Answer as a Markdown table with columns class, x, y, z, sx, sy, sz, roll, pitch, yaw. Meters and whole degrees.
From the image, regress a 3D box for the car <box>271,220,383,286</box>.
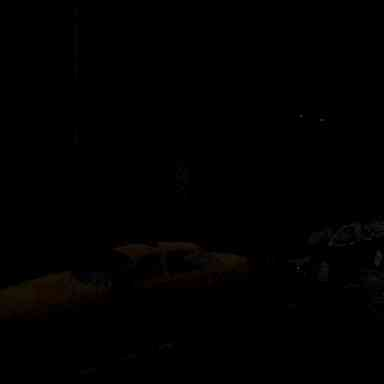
| class | x | y | z | sx | sy | sz | roll | pitch | yaw |
| --- | --- | --- | --- | --- | --- | --- | --- | --- | --- |
| car | 3.662 | 1.491 | 9.145 | 4.403 | 1.369 | 2.008 | -1 | 0 | -35 |

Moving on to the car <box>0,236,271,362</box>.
| class | x | y | z | sx | sy | sz | roll | pitch | yaw |
| --- | --- | --- | --- | --- | --- | --- | --- | --- | --- |
| car | -0.975 | 1.507 | 5.838 | 4.829 | 1.417 | 1.752 | -1 | 0 | -35 |
